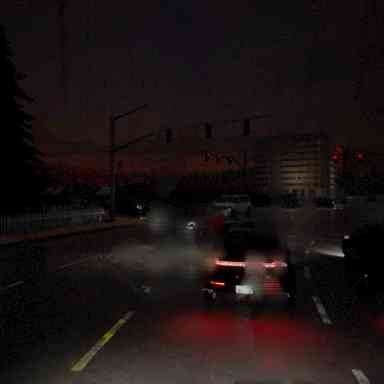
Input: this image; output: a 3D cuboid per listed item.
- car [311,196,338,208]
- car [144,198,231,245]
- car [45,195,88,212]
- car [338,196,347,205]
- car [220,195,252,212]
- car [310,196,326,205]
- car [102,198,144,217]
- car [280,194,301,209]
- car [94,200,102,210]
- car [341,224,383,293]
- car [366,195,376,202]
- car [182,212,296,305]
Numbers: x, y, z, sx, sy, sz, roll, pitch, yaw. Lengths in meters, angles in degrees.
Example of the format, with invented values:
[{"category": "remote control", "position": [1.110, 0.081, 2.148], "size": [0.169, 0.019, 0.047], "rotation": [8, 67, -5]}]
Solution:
[{"category": "car", "position": [19.188, 1.547, 47.899], "size": [2.033, 1.411, 5.357], "rotation": [0, 0, 32]}, {"category": "car", "position": [0.004, 1.352, 15.287], "size": [2.097, 1.767, 4.553], "rotation": [0, 0, 23]}, {"category": "car", "position": [-14.117, 1.277, 37.047], "size": [5.566, 2.045, 2.150], "rotation": [0, 0, 32]}, {"category": "car", "position": [26.629, 1.490, 59.909], "size": [2.128, 1.511, 4.902], "rotation": [0, 0, 32]}, {"category": "car", "position": [3.419, 1.266, 28.890], "size": [2.150, 2.045, 5.566], "rotation": [0, 0, 32]}, {"category": "car", "position": [23.248, 1.525, 61.098], "size": [1.812, 1.442, 4.674], "rotation": [0, 0, 32]}, {"category": "car", "position": [-5.986, 1.407, 31.975], "size": [4.553, 1.767, 2.097], "rotation": [0, 0, 32]}, {"category": "car", "position": [13.412, 1.501, 45.200], "size": [1.837, 1.490, 4.892], "rotation": [0, 1, 32]}, {"category": "car", "position": [-9.084, 1.547, 38.037], "size": [4.902, 1.511, 2.128], "rotation": [0, 0, 32]}, {"category": "car", "position": [5.180, 1.547, 8.554], "size": [2.033, 1.411, 5.357], "rotation": [0, 0, 16]}, {"category": "car", "position": [42.671, 1.525, 79.280], "size": [2.128, 1.511, 4.902], "rotation": [0, 0, 32]}, {"category": "car", "position": [1.428, 1.492, 8.181], "size": [2.128, 1.511, 4.902], "rotation": [0, 0, 12]}]
